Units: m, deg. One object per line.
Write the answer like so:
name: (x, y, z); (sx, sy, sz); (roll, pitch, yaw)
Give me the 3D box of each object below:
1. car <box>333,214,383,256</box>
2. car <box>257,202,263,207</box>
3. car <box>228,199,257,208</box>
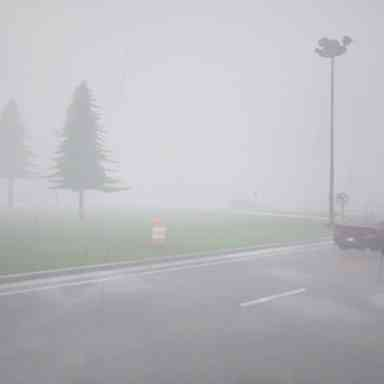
car: (7.924, 1.636, 13.791); (5.008, 1.535, 1.882); (0, 0, -35)
car: (10.630, 2.082, 60.488); (1.895, 1.301, 4.718); (1, 0, -35)
car: (8.323, 1.919, 57.665); (1.882, 1.535, 5.008); (1, -1, -34)
